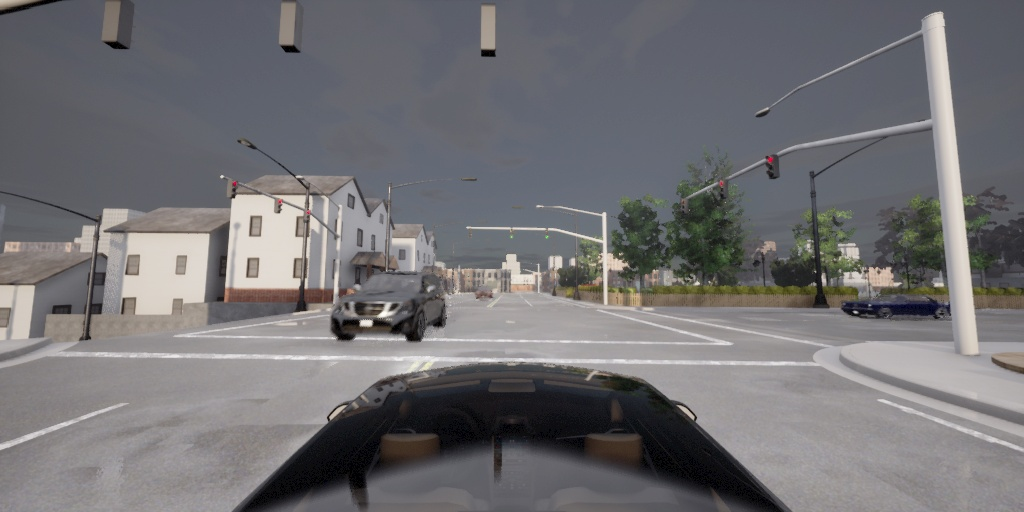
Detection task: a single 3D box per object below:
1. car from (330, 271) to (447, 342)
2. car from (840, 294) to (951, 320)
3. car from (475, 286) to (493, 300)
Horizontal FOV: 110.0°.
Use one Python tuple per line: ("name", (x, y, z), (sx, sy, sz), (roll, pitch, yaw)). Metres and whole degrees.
("car", (-3.510, 1.494, 11.422), (2.150, 2.045, 5.566), (1, -5, 0))
("car", (20.776, 2.729, 19.362), (4.718, 1.301, 1.895), (0, -5, 1))
("car", (-3.599, 4.731, 47.032), (2.097, 1.767, 4.553), (0, -5, 0))
